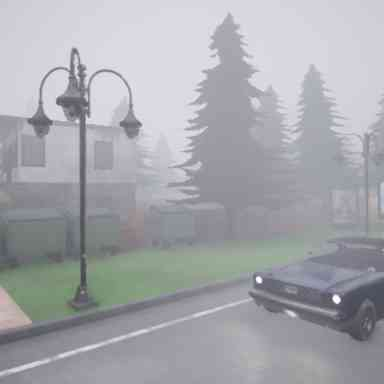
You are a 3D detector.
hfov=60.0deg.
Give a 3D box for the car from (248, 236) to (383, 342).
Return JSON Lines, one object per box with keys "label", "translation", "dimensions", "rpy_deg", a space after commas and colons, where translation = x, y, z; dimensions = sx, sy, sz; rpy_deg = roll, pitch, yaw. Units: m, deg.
{"label": "car", "translation": [3.318, 1.646, 6.730], "dimensions": [4.718, 1.301, 1.895], "rpy_deg": [0, -1, -39]}
